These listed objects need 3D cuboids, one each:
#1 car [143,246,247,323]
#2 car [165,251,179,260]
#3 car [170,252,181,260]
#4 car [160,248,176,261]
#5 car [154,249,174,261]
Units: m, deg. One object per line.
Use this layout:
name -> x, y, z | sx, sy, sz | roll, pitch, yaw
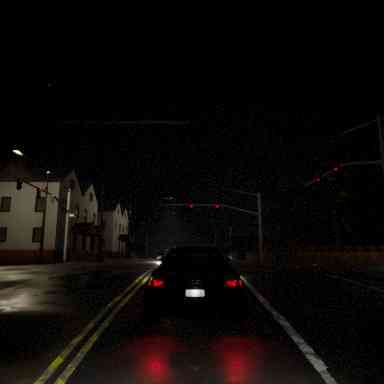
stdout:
car -> 0.065, 1.983, 7.876 | 1.994, 1.385, 4.181 | 0, -7, 0
car -> -3.618, 11.743, 61.433 | 2.128, 1.511, 4.902 | 0, -11, 0
car -> -3.565, 13.686, 71.324 | 2.128, 1.511, 4.902 | 0, -11, 0
car -> -3.635, 9.712, 51.644 | 2.097, 1.767, 4.553 | 0, -11, 0
car -> -3.628, 8.361, 43.902 | 2.128, 1.511, 4.902 | 0, -11, 0
